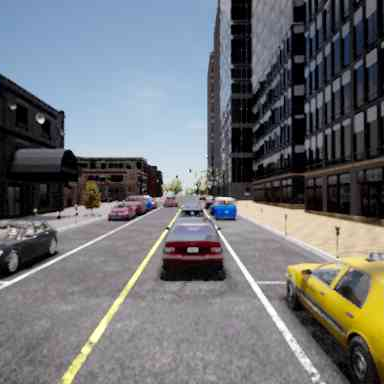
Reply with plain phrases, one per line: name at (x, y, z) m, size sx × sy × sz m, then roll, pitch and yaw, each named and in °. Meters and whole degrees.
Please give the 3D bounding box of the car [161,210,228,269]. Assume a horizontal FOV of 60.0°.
car at (0.043, 1.549, 11.132) m, size 2.033 × 1.411 × 5.357 m, roll 0°, pitch 0°, yaw 0°

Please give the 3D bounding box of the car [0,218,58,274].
car at (-5.679, 1.553, 10.421) m, size 2.008 × 1.369 × 4.403 m, roll 1°, pitch 0°, yaw 0°

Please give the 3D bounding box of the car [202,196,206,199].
car at (2.670, 1.576, 44.231) m, size 1.947 × 1.339 × 4.313 m, roll 1°, pitch 0°, yaw 0°

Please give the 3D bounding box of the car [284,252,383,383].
car at (2.669, 1.526, 4.891) m, size 1.752 × 1.417 × 4.829 m, roll 1°, pitch 0°, yaw 0°

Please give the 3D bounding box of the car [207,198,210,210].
car at (2.670, 1.573, 32.941) m, size 1.947 × 1.339 × 4.313 m, roll 1°, pitch 0°, yaw 0°

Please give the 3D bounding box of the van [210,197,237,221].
van at (2.673, 1.346, 27.298) m, size 1.690 × 1.788 × 3.998 m, roll 1°, pitch 0°, yaw 0°

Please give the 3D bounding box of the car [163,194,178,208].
car at (-3.068, 1.362, 48.557) m, size 2.097 × 1.767 × 4.553 m, roll 0°, pitch 0°, yaw 0°

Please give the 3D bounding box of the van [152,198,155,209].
van at (-5.673, 1.350, 38.641) m, size 1.690 × 1.788 × 3.998 m, roll 1°, pitch 0°, yaw 0°

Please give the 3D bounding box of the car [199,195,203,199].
car at (2.708, 1.464, 87.822) m, size 1.967 × 1.590 × 4.097 m, roll 1°, pitch 0°, yaw 0°

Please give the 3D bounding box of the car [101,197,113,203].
car at (-19.414, 1.821, 72.951) m, size 4.313 × 1.339 × 1.947 m, roll -1°, pitch 0°, yaw 1°

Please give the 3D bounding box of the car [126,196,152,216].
car at (-5.673, 1.322, 32.997) m, size 2.192 × 1.841 × 5.009 m, roll 1°, pitch 0°, yaw 0°

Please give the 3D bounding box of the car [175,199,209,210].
car at (0.045, 1.553, 26.127) m, size 2.033 × 1.411 × 5.357 m, roll 0°, pitch 0°, yaw 0°

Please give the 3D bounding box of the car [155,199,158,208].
car at (-5.675, 1.450, 44.285) m, size 1.967 × 1.590 × 4.097 m, roll 1°, pitch 0°, yaw 0°

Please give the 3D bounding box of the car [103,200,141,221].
car at (-5.678, 1.587, 27.353) m, size 1.802 × 1.307 × 4.206 m, roll 1°, pitch 0°, yaw 0°
